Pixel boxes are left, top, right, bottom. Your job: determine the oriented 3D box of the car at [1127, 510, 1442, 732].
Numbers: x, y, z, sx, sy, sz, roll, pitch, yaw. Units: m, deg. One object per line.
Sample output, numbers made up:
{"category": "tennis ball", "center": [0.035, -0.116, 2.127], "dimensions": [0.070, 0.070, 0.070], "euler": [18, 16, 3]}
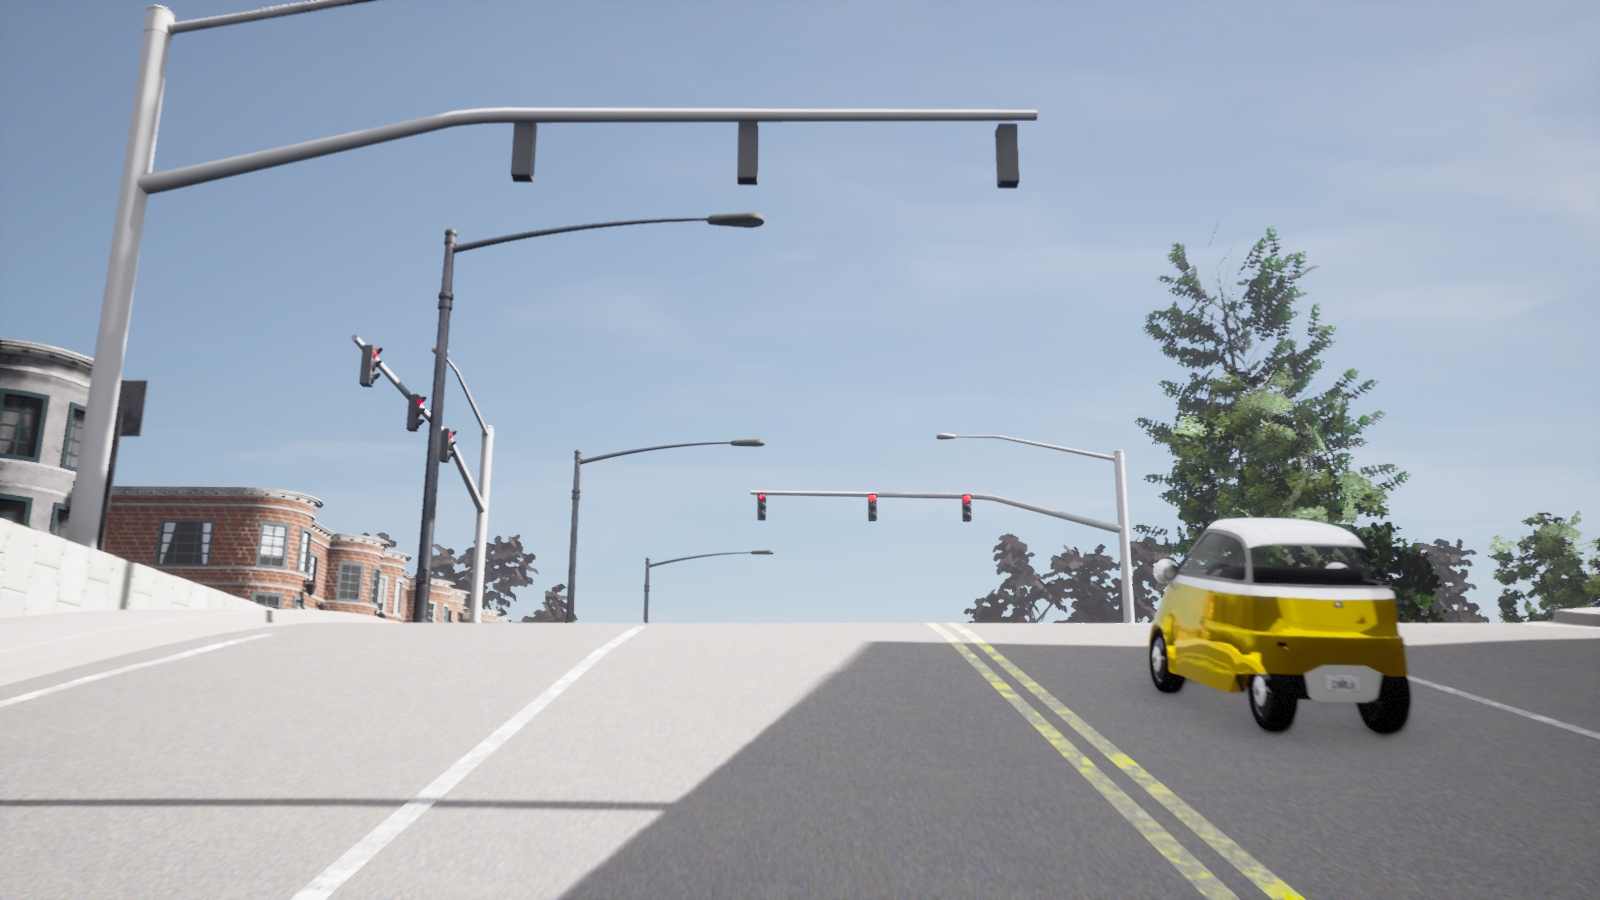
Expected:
{"category": "car", "center": [3.471, 1.175, 9.347], "dimensions": [1.481, 1.376, 2.207], "euler": [1, -1, 0]}
